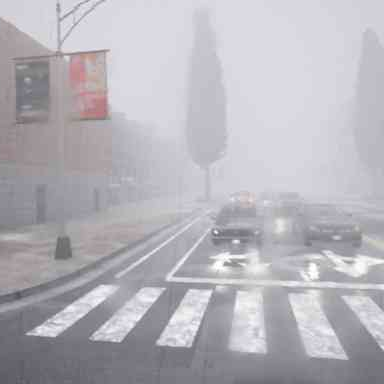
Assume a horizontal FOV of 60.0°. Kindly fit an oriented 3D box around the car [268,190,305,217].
[{"bbox_3d":[6.752,0.738,23.381,2.097,1.767,4.553,-1,1,9],"label":"car"}]

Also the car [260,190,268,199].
[{"bbox_3d":[10.296,0.434,44.970,1.994,1.385,4.181,-1,1,10],"label":"car"}]

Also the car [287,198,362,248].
[{"bbox_3d":[5.085,1.157,13.086,1.812,1.442,4.674,-1,1,10],"label":"car"}]

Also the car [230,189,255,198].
[{"bbox_3d":[4.475,0.633,29.678,2.097,1.767,4.553,-1,1,9],"label":"car"}]

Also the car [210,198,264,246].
[{"bbox_3d":[1.905,1.208,13.766,2.033,1.411,5.357,-1,1,9],"label":"car"}]

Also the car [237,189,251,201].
[{"bbox_3d":[7.393,0.384,47.238,1.882,1.535,5.008,-1,1,9],"label":"car"}]
